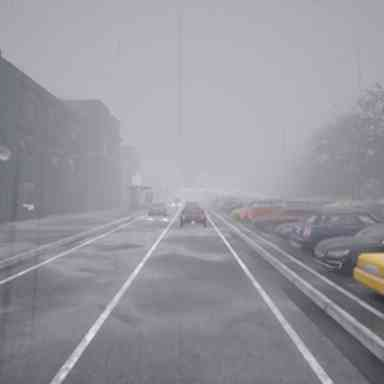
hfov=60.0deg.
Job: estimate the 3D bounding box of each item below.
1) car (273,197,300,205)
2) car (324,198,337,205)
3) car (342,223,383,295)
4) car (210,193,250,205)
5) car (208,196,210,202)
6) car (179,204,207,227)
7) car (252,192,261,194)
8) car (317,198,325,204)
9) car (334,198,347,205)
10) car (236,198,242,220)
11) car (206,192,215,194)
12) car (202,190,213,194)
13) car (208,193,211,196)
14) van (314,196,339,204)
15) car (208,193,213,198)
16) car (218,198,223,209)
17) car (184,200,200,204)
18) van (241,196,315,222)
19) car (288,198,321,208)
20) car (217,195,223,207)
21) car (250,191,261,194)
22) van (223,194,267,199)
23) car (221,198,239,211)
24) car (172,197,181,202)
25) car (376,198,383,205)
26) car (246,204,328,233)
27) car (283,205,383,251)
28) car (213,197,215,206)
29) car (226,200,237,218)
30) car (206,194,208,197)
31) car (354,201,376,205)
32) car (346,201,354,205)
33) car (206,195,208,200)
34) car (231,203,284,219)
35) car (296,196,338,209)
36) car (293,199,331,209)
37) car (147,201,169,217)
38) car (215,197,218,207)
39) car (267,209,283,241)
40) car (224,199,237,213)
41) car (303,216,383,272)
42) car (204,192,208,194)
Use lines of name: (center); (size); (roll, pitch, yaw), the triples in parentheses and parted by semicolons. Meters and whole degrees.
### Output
car: (19.377, 1.894, 68.340); (5.008, 1.535, 2.097); (0, 0, 0)
car: (19.304, 1.806, 40.351); (5.008, 1.535, 2.097); (0, 0, 0)
car: (6.317, 1.577, 6.953); (5.366, 1.575, 1.946); (0, 0, 0)
car: (6.283, 1.635, 54.271); (5.566, 2.045, 2.435); (0, 0, 0)
car: (6.277, 1.910, 65.415); (5.008, 1.535, 2.097); (0, 0, 0)
car: (0.075, 1.794, 24.758); (1.895, 1.301, 4.718); (0, 0, 0)
car: (19.614, 1.472, 90.515); (5.366, 1.575, 1.946); (0, 2, 0)
car: (19.308, 1.863, 43.136); (4.674, 1.452, 2.002); (0, 0, 0)
car: (19.298, 1.791, 37.566); (4.892, 1.521, 2.231); (0, 0, 0)
car: (6.151, 1.596, 26.438); (4.553, 1.767, 2.185); (0, 0, 0)
car: (6.296, 1.577, 82.131); (4.553, 1.767, 2.185); (0, 1, 0)
car: (6.384, 1.131, 93.271); (5.566, 2.045, 2.435); (0, 2, 0)
car: (6.336, 1.721, 73.770); (4.553, 1.767, 2.185); (0, 1, 0)
van: (19.204, 1.628, 48.708); (4.442, 1.987, 1.878); (0, 0, 0)
car: (6.329, 1.750, 70.991); (4.553, 1.767, 2.185); (0, 0, 0)
car: (6.232, 1.825, 43.137); (4.892, 1.521, 2.231); (0, 0, 0)
car: (0.031, 1.788, 41.833); (2.128, 1.511, 4.902); (0, 0, 0)
van: (6.058, 1.477, 23.718); (4.442, 1.987, 1.878); (0, 0, 0)
car: (19.337, 1.901, 57.184); (5.008, 1.535, 2.097); (0, 0, 0)
car: (6.202, 1.715, 46.046); (4.553, 1.767, 2.185); (0, 0, 0)
car: (19.621, 1.375, 93.309); (5.366, 1.575, 1.946); (0, 2, 0)
van: (6.335, 1.582, 40.355); (4.442, 1.987, 1.878); (0, 0, 0)
car: (6.217, 1.791, 37.570); (5.008, 1.535, 2.097); (0, 0, 0)
car: (-3.491, 1.701, 76.289); (1.895, 1.301, 4.718); (0, 1, 0)
car: (19.238, 1.612, 29.213); (4.553, 1.767, 2.185); (0, 0, 0)
car: (6.139, 1.713, 20.870); (4.792, 1.488, 2.163); (0, 0, 0)
car: (6.115, 1.498, 12.522); (4.553, 1.767, 2.185); (0, 0, 0)
car: (6.242, 1.871, 51.487); (5.008, 1.535, 2.097); (0, 0, 0)
car: (6.004, 1.736, 29.221); (5.366, 1.575, 1.946); (0, 0, 0)
car: (6.290, 1.788, 79.347); (4.792, 1.488, 2.163); (0, 1, 0)
car: (19.248, 1.505, 31.997); (5.566, 2.045, 2.435); (0, 0, 0)
car: (19.312, 1.802, 34.783); (4.792, 1.488, 2.163); (0, 0, 0)
car: (6.342, 1.836, 76.560); (4.792, 1.488, 2.163); (0, 1, 0)
car: (6.199, 1.798, 32.003); (4.674, 1.452, 2.002); (0, 0, 0)
car: (19.299, 1.618, 51.493); (5.566, 2.045, 2.435); (0, 0, 0)
car: (19.520, 1.881, 54.276); (5.366, 1.575, 1.946); (0, 0, 0)
car: (-3.392, 1.757, 34.013); (1.837, 1.490, 4.892); (0, 0, 0)
car: (6.426, 1.852, 48.703); (5.366, 1.575, 1.946); (0, 0, 0)
car: (6.156, 1.684, 15.304); (4.674, 1.452, 2.002); (0, 0, 0)
car: (6.199, 1.774, 34.787); (5.008, 1.535, 2.097); (0, 0, 0)
car: (6.145, 1.603, 9.737); (4.892, 1.521, 2.231); (0, 0, 0)
car: (6.342, 1.480, 90.492); (4.892, 1.521, 2.231); (0, 2, 0)
